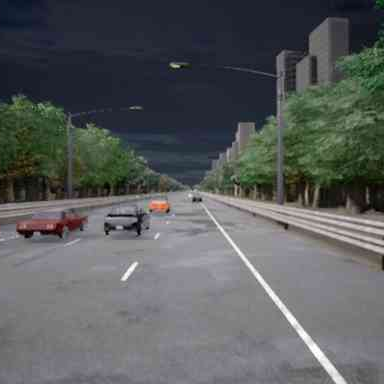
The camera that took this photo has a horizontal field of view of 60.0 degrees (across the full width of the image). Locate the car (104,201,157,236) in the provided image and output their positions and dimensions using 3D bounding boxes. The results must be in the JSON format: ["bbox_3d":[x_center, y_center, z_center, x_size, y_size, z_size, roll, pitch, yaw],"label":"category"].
[{"bbox_3d":[-3.403,1.457,18.061,2.128,1.511,4.902,0,0,0],"label":"car"}]

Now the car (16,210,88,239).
[{"bbox_3d":[-6.903,1.568,17.053,1.895,1.301,4.718,0,0,0],"label":"car"}]

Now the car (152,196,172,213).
[{"bbox_3d":[-3.407,1.274,36.694,2.097,1.767,4.553,0,0,0],"label":"car"}]

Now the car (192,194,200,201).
[{"bbox_3d":[1.035,1.279,80.320,1.882,1.535,5.008,0,0,0],"label":"car"}]

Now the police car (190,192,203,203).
[{"bbox_3d":[1.038,1.269,64.429,1.930,1.638,5.238,0,0,0],"label":"police car"}]
